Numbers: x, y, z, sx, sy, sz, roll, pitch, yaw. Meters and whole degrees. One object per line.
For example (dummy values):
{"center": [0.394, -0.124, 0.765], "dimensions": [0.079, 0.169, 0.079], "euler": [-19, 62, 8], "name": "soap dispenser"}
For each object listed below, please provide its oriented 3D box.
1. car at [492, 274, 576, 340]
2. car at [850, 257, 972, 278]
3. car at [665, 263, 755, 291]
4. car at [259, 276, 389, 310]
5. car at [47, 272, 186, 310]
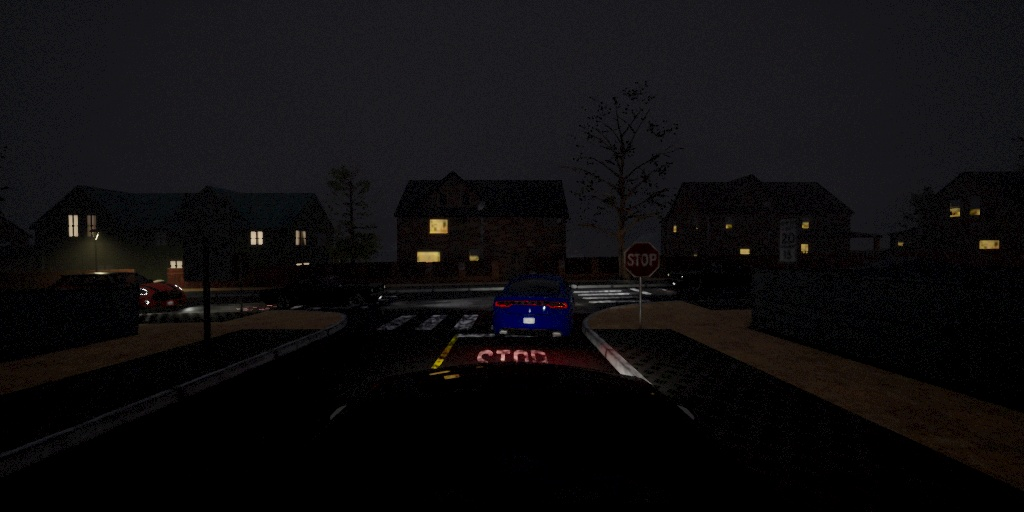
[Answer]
{"center": [0.782, 1.226, 10.075], "dimensions": [1.882, 1.535, 5.008], "euler": [0, 0, 10], "name": "car"}
{"center": [20.047, 0.753, 18.257], "dimensions": [5.357, 1.411, 2.033], "euler": [-1, 1, 0], "name": "car"}
{"center": [10.402, 1.034, 18.216], "dimensions": [4.718, 1.301, 1.895], "euler": [-1, 1, -1], "name": "car"}
{"center": [-7.819, 1.506, 15.278], "dimensions": [4.718, 1.301, 1.895], "euler": [-1, 1, 0], "name": "car"}
{"center": [-16.806, 1.472, 15.266], "dimensions": [4.553, 1.767, 2.097], "euler": [-1, 1, 0], "name": "car"}
